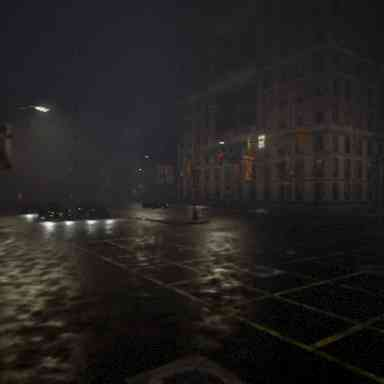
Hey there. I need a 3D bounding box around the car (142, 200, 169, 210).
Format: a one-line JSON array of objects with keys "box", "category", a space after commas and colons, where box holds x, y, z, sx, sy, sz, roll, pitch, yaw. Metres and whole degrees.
[{"box": [-5.024, 1.693, 44.959, 1.895, 1.301, 4.718, 0, 0, -35], "category": "car"}]

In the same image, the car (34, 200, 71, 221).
[{"box": [-11.667, 1.533, 28.031, 1.837, 1.490, 4.892, 0, 0, -35], "category": "car"}]

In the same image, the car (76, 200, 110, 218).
[{"box": [-9.151, 1.521, 30.540, 1.882, 1.535, 5.008, 0, 0, -35], "category": "car"}]

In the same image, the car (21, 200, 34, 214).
[{"box": [-16.962, 1.593, 35.604, 1.994, 1.385, 4.181, 0, 0, -35], "category": "car"}]
